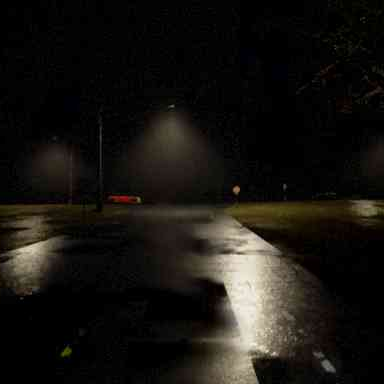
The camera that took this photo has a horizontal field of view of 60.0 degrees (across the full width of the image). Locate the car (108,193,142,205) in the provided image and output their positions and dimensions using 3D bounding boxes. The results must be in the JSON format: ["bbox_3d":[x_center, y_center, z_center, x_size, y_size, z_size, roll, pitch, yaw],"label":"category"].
[{"bbox_3d":[-9.410,0.903,46.918,4.553,1.767,2.097,1,-1,0],"label":"car"}]

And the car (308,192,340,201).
[{"bbox_3d":[21.554,0.832,54.322,4.902,1.511,2.128,-2,-3,-1],"label":"car"}]
